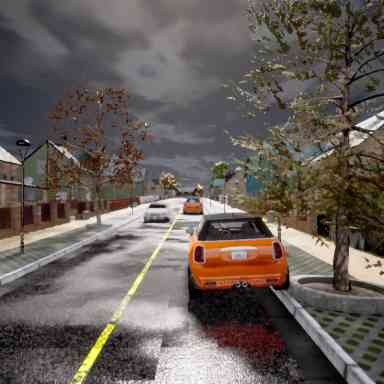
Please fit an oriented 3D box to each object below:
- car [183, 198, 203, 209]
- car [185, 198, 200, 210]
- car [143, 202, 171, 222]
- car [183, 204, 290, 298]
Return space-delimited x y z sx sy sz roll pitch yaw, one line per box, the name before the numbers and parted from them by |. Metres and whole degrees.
car | 0.130 1.414 36.159 2.097 1.767 4.553 0 0 0
car | 0.094 1.637 45.940 2.033 1.411 5.357 0 0 1
car | -2.708 1.567 26.551 1.812 1.442 4.674 0 0 0
car | 0.935 1.312 8.727 2.097 1.767 4.553 -3 -1 0
